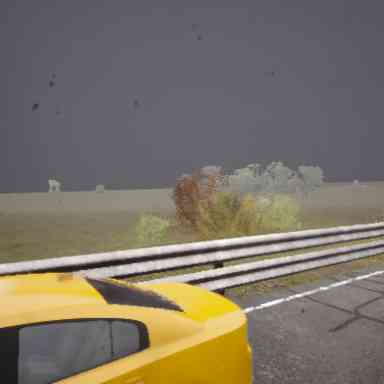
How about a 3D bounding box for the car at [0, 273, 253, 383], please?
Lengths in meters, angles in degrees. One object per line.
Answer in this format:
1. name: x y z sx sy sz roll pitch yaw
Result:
1. car: -1.768 1.478 2.417 5.008 1.535 1.882 0 0 -35
